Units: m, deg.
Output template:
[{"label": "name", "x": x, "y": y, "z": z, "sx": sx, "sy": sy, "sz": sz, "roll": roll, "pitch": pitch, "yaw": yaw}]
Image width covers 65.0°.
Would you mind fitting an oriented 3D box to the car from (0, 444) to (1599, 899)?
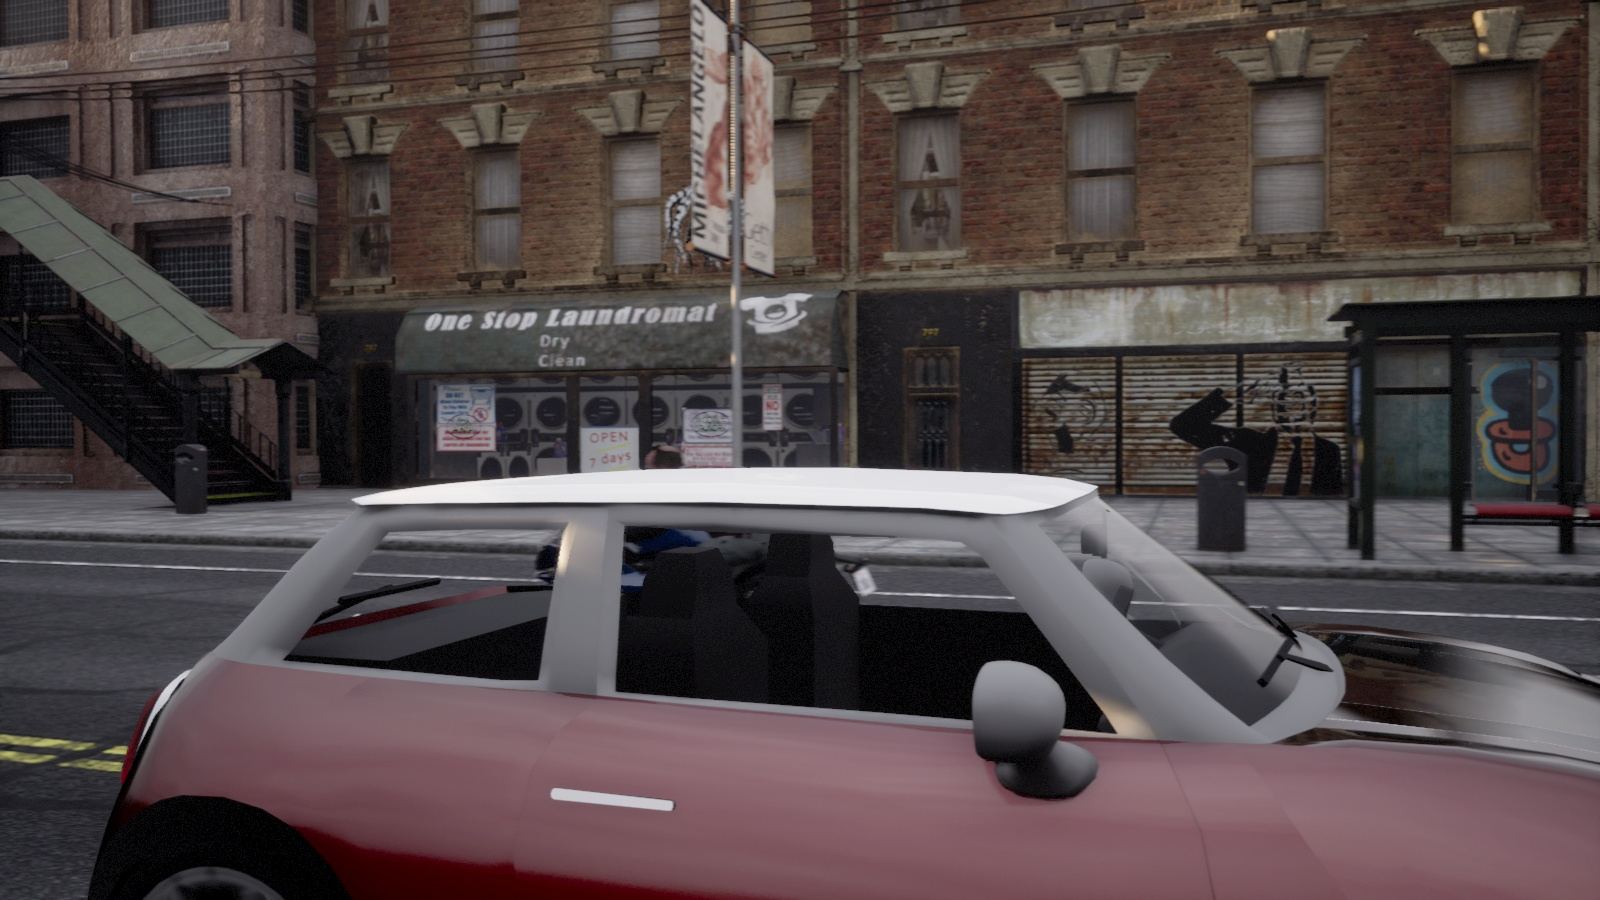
[{"label": "car", "x": 0.366, "y": 0.746, "z": 3.048, "sx": 3.806, "sy": 1.475, "sz": 1.970, "roll": 0, "pitch": 1, "yaw": 18}]
